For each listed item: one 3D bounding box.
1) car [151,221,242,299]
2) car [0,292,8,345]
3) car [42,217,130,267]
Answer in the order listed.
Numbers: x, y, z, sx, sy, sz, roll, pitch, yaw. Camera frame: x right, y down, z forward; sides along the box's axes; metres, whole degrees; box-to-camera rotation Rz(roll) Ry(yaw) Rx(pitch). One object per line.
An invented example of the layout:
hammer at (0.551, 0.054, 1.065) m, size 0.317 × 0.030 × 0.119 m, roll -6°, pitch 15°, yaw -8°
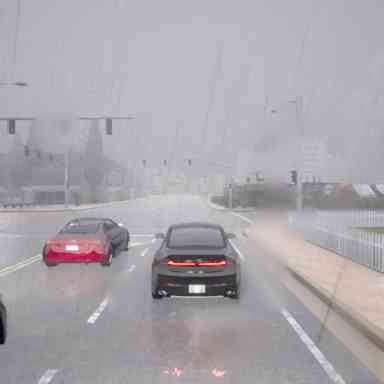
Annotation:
car at (0.087, 1.505, 8.440) m, size 1.837 × 1.490 × 4.892 m, roll 0°, pitch 0°, yaw 0°
car at (-3.408, 1.492, 2.570) m, size 2.128 × 1.511 × 4.902 m, roll 0°, pitch 0°, yaw 0°
car at (-3.418, 1.564, 11.479) m, size 1.994 × 1.385 × 4.181 m, roll 0°, pitch 0°, yaw 0°
